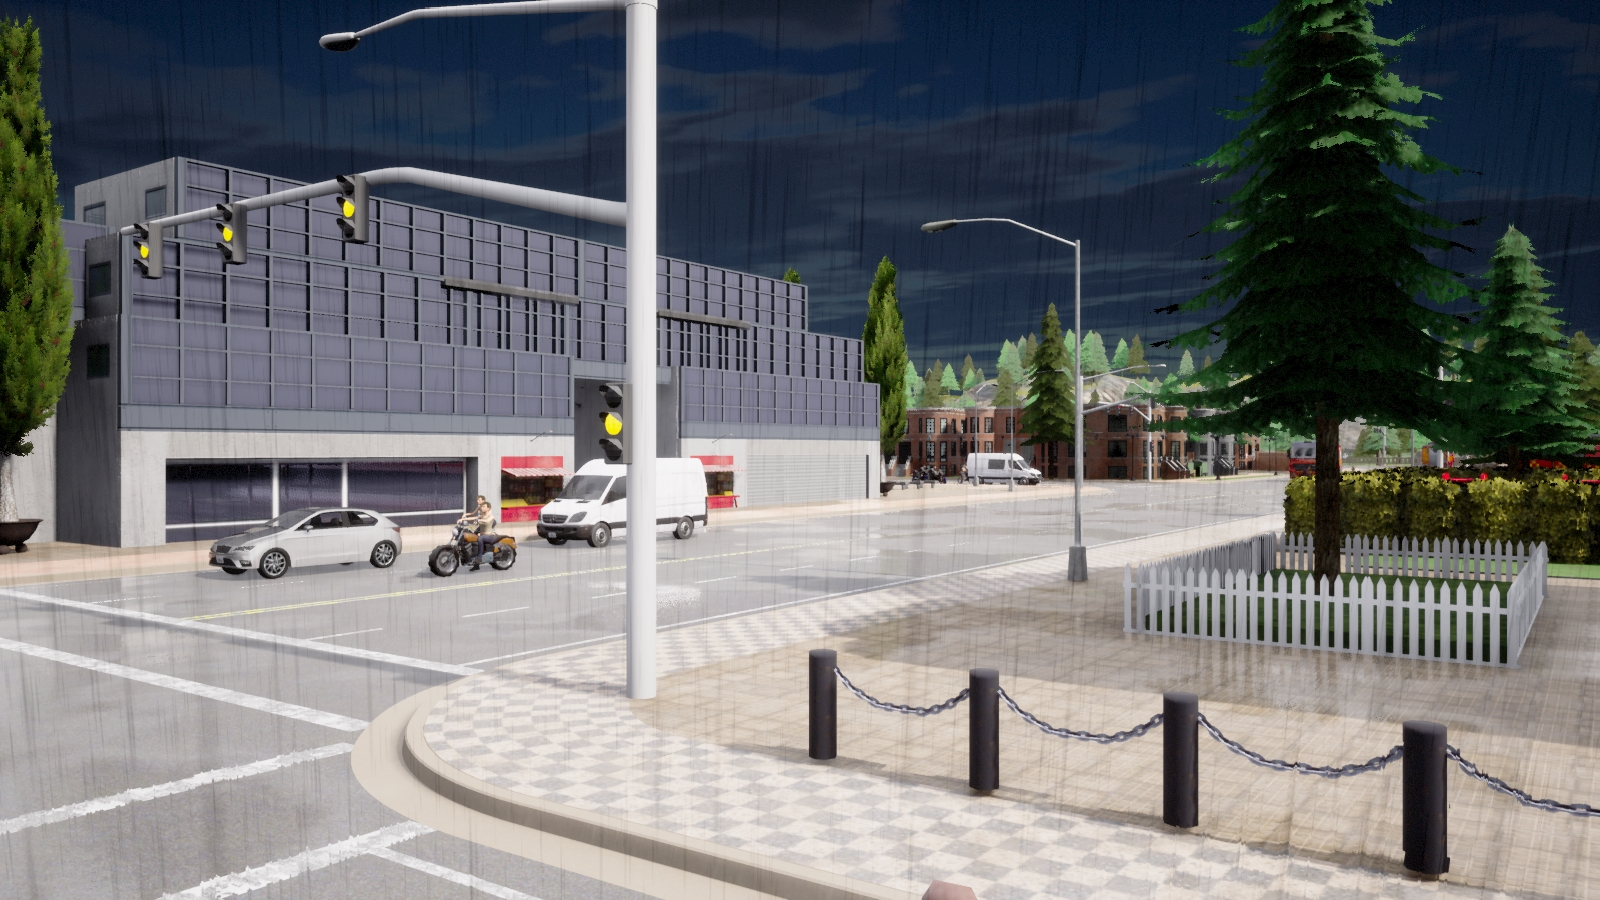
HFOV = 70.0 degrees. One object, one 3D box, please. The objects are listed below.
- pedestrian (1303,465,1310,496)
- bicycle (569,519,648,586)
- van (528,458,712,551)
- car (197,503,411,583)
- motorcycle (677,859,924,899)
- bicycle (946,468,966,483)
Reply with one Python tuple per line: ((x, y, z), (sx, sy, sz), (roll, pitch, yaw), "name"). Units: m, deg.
((30.878, 1.848, 69.659), (0.375, 1.860, 0.375), (0, 0, 31), "pedestrian")
((-4.051, 2.158, 24.270), (0.859, 1.276, 1.487), (0, 0, 35), "bicycle")
((-5.344, 1.534, 34.831), (1.988, 2.561, 5.915), (0, 0, 35), "van")
((-11.323, 2.066, 26.349), (1.816, 1.474, 4.193), (0, 0, 35), "car")
((0.509, 2.205, 3.428), (2.209, 1.251, 0.867), (0, 0, 35), "motorcycle")
((13.256, 2.158, 97.131), (1.487, 1.276, 0.859), (0, 0, 35), "bicycle")
